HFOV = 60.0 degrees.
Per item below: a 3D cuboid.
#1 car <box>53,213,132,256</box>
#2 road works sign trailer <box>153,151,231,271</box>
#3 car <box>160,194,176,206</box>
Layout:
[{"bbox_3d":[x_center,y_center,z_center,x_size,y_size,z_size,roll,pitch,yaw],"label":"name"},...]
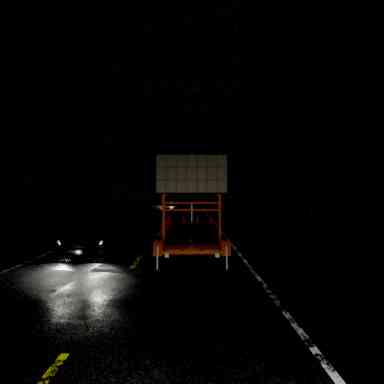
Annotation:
[{"bbox_3d":[-3.644,1.546,13.310,2.033,1.411,5.357,0,0,0],"label":"car"},{"bbox_3d":[-0.009,0.463,10.937,2.380,3.560,2.880,0,0,-1],"label":"road works sign trailer"},{"bbox_3d":[-4.132,1.479,54.286,1.882,1.535,5.008,0,0,-1],"label":"car"}]
